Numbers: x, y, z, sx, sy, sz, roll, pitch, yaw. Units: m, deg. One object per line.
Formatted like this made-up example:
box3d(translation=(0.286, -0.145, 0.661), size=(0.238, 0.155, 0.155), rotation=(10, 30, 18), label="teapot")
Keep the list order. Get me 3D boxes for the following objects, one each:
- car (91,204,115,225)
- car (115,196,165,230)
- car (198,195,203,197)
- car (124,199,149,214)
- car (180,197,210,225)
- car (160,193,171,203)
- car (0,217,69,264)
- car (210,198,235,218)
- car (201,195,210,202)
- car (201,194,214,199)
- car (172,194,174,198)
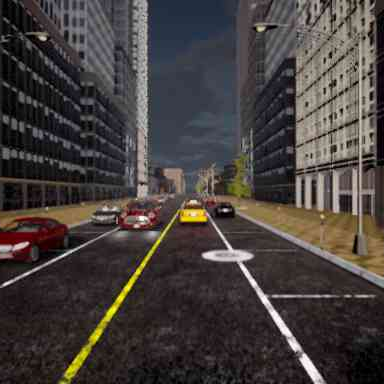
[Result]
box3d(translation=(-5.684, 1.500, 23.106), size=(2.008, 1.369, 4.403), rotation=(0, 0, 0), label="car")
box3d(translation=(-3.084, 1.307, 20.808), size=(2.097, 1.767, 4.553), rotation=(0, 0, 0), label="car")
box3d(translation=(0.108, 1.472, 41.167), size=(1.994, 1.385, 4.181), rotation=(0, 0, 0), label="car")
box3d(translation=(-5.682, 1.468, 34.491), size=(1.887, 1.381, 4.507), rotation=(0, 0, 0), label="car")
box3d(translation=(0.103, 1.406, 23.670), size=(1.801, 1.575, 5.366), rotation=(0, 0, 0), label="car")
box3d(translation=(-5.677, 1.289, 62.951), size=(1.967, 1.590, 4.097), rotation=(0, 0, 0), label="car")
box3d(translation=(-5.685, 1.557, 11.721), size=(1.802, 1.307, 4.206), rotation=(0, 0, 0), label="car")
box3d(translation=(2.698, 1.503, 28.785), size=(1.947, 1.339, 4.313), rotation=(0, 0, 0), label="car")
box3d(translation=(2.703, 1.358, 68.798), size=(1.752, 1.417, 4.829), rotation=(0, 0, 0), label="car")
box3d(translation=(2.702, 1.320, 51.551), size=(1.967, 1.590, 4.097), rotation=(0, 0, 0), label="car")
box3d(translation=(-5.676, 1.383, 74.337), size=(1.947, 1.339, 4.313), rotation=(0, 0, 0), label="car")
